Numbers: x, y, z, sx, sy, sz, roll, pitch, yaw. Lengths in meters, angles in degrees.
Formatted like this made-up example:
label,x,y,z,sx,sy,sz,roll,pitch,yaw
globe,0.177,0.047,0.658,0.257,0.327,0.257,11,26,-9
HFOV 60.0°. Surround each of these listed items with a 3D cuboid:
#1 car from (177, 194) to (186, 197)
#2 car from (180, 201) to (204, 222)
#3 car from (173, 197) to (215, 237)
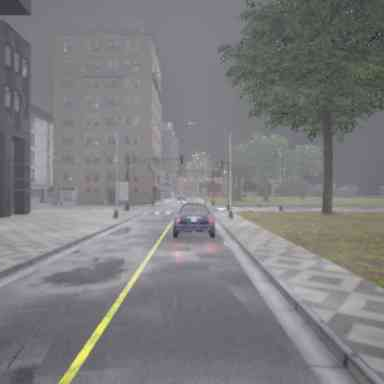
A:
label,x,y,z,sx,sy,sz,roll,pitch,yaw
car,-2.846,1.425,90.085,2.150,2.045,5.566,0,0,0
car,0.038,1.543,27.697,1.812,1.442,4.674,0,0,1
car,0.103,1.357,18.023,2.097,1.767,4.553,0,0,0
